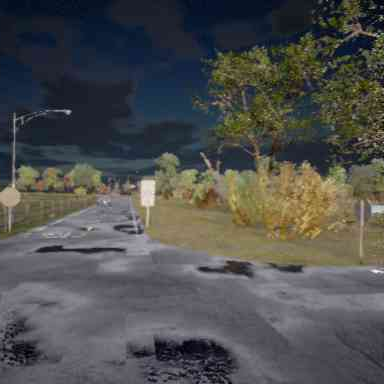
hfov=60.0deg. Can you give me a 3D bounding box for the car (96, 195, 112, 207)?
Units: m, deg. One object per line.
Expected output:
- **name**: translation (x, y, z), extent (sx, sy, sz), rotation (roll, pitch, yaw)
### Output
- **car**: translation (-13.462, 1.294, 51.310), extent (2.097, 1.767, 4.553), rotation (1, 0, -10)
